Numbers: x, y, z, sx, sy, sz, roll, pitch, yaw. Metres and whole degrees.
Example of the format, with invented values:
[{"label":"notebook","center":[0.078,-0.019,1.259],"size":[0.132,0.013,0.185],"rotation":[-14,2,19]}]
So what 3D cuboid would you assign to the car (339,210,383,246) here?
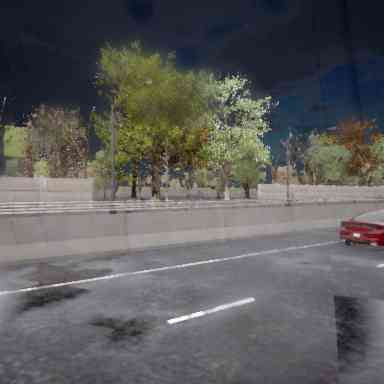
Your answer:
[{"label":"car","center":[8.269,1.484,14.067],"size":[5.008,1.535,1.882],"rotation":[0,0,-35]}]
